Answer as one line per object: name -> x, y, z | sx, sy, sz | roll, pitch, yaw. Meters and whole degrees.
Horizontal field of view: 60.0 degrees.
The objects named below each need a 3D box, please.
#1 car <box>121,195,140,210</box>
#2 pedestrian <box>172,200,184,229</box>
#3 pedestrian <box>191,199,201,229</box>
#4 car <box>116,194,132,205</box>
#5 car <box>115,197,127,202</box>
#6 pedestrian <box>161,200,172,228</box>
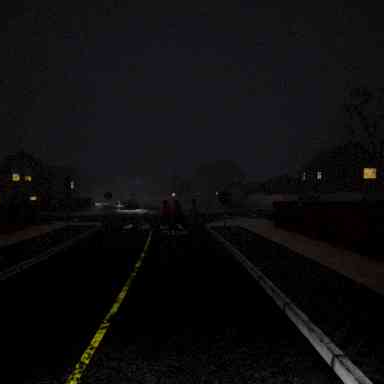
car -> -8.219, 1.593, 45.223 | 1.882, 1.535, 5.008 | 0, 0, -13
pedestrian -> -0.832, 1.298, 19.676 | 0.375, 1.860, 0.375 | -1, 1, -6
pedestrian -> 0.205, 1.297, 20.381 | 0.375, 1.860, 0.375 | -1, 1, -6
car -> -13.101, 1.600, 62.836 | 2.097, 1.767, 4.553 | 0, 0, -18
car -> -17.564, 1.844, 82.351 | 1.994, 1.385, 4.181 | 0, 0, -24
pedestrian -> -1.563, 1.301, 20.810 | 0.375, 1.860, 0.375 | -1, 1, -6
